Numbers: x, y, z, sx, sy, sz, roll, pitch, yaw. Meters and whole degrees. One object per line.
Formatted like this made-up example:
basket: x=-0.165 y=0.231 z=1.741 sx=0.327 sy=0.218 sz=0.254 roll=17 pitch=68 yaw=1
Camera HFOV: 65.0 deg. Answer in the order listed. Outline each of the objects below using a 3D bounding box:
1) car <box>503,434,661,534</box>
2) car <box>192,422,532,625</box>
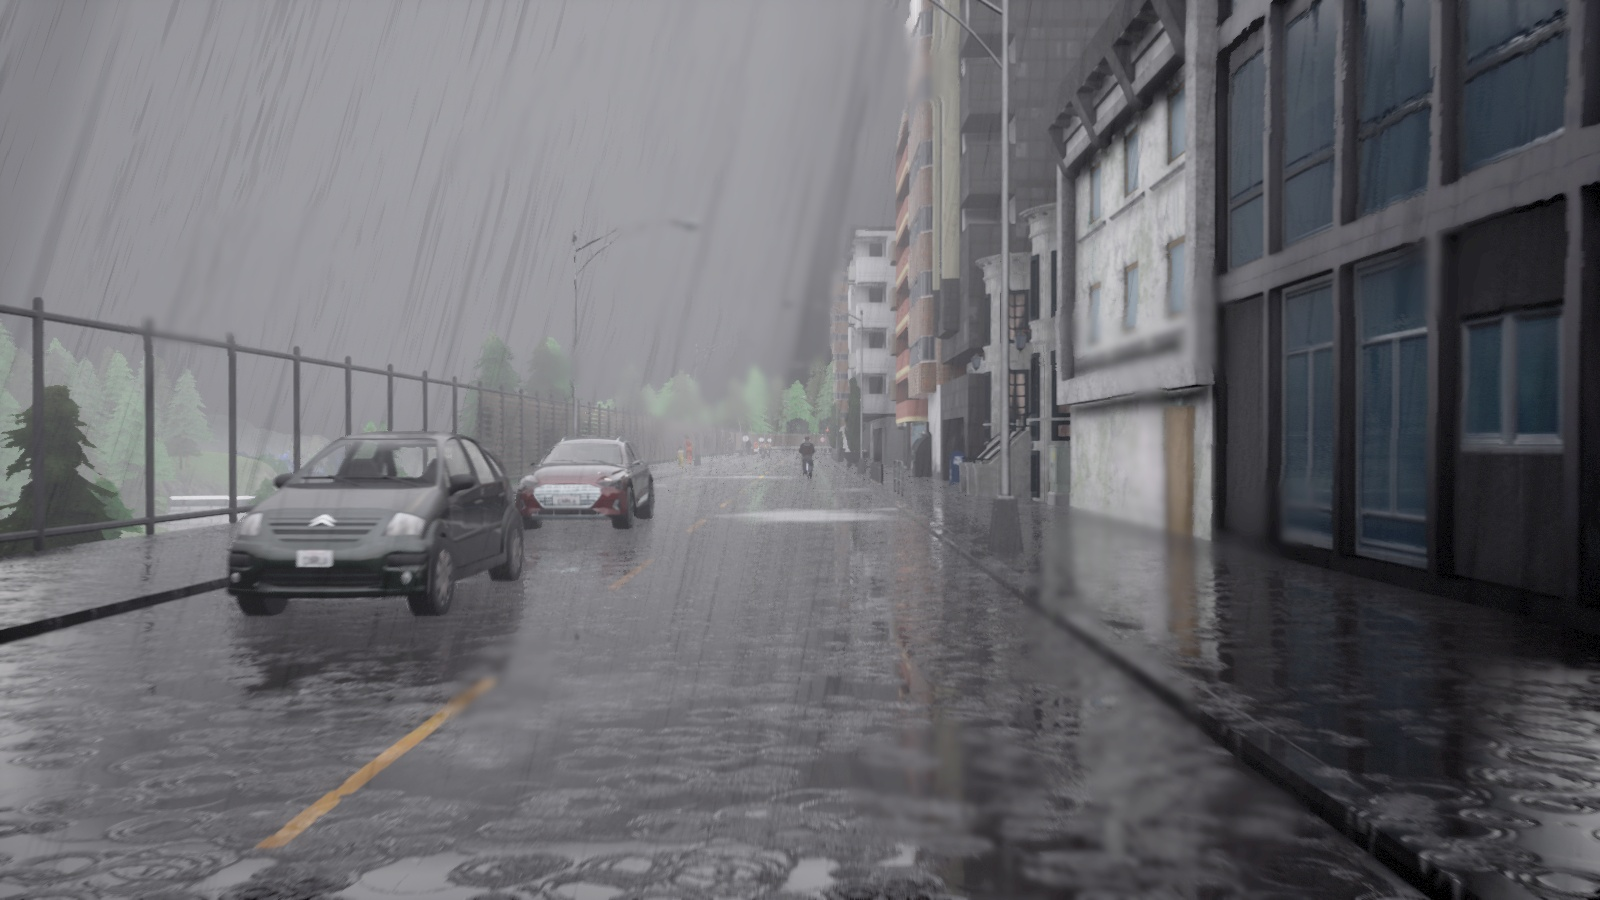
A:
car: x=-3.858 y=0.543 z=23.078 sx=2.033 sy=1.649 sz=4.856 roll=0 pitch=0 yaw=0
car: x=-3.919 y=0.574 z=12.012 sx=1.851 sy=1.617 sz=3.988 roll=0 pitch=0 yaw=0
